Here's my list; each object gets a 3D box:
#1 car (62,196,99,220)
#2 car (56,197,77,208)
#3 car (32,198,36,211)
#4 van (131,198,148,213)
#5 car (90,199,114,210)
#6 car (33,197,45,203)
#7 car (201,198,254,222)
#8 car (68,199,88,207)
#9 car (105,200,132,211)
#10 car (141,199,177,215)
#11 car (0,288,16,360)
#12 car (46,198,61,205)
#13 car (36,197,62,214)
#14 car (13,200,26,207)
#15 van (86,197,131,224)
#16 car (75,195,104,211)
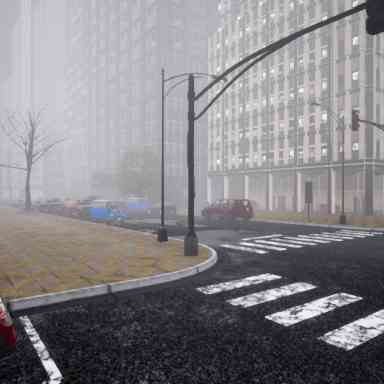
[{"bbox_3d":[-10.048,1.511,30.998,2.192,1.841,5.009,0,0,-36],"label":"car"},{"bbox_3d":[-20.799,1.721,55.187,2.097,1.767,4.553,0,0,-36],"label":"car"},{"bbox_3d":[-20.188,1.746,44.758,1.967,1.590,4.097,0,0,-36],"label":"car"},{"bbox_3d":[-6.678,1.586,40.552,1.690,1.788,3.998,0,0,-36],"label":"van"},{"bbox_3d":[-13.539,1.844,49.862,1.752,1.417,4.829,0,0,-36],"label":"car"},{"bbox_3d":[-39.100,2.064,85.075,1.882,1.535,5.008,0,0,-36],"label":"car"},{"bbox_3d":[2.878,1.454,27.585,2.192,1.841,5.009,0,0,-36],"label":"car"},{"bbox_3d":[-20.198,1.941,58.898,2.008,1.369,4.403,0,0,-36],"label":"car"},{"bbox_3d":[-10.057,1.848,45.138,1.947,1.339,4.313,0,0,-36],"label":"car"},{"bbox_3d":[-3.296,1.759,35.965,2.008,1.369,4.403,0,0,-36],"label":"car"},{"bbox_3d":[-4.264,1.440,3.515,4.097,1.590,1.967,0,0,-36],"label":"car"},{"bbox_3d":[-30.340,2.062,72.659,1.947,1.339,4.313,0,0,-36],"label":"car"},{"bbox_3d":[-16.809,1.585,40.172,2.192,1.841,5.009,0,0,-36],"label":"car"},{"bbox_3d":[-30.328,1.995,58.518,1.802,1.307,4.206,0,0,-36],"label":"car"},{"bbox_3d":[-6.668,1.499,26.412,1.690,1.788,3.998,0,0,-36],"label":"van"},{"bbox_3d":[-14.493,1.524,46.702,2.150,2.045,5.566,0,0,-36],"label":"car"}]
